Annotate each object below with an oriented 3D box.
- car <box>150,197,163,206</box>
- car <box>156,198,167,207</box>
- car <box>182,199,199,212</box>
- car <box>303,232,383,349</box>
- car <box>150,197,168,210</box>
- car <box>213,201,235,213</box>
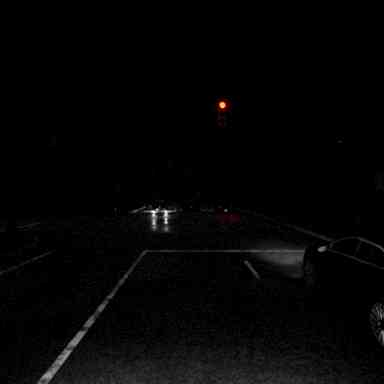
[{"bbox_3d":[-7.394,1.889,68.975,2.097,1.767,4.553,0,-1,-13],"label":"car"},{"bbox_3d":[-5.123,1.762,55.382,1.812,1.442,4.674,0,-1,-7],"label":"car"},{"bbox_3d":[-0.166,1.495,38.620,1.882,1.535,5.008,0,0,-2],"label":"car"},{"bbox_3d":[3.595,1.489,6.128,2.128,1.511,4.902,0,0,0],"label":"car"},{"bbox_3d":[-4.071,1.578,42.803,1.812,1.442,4.674,0,-1,-3],"label":"car"},{"bbox_3d":[3.403,1.605,36.431,1.895,1.301,4.718,0,0,-2],"label":"car"}]
